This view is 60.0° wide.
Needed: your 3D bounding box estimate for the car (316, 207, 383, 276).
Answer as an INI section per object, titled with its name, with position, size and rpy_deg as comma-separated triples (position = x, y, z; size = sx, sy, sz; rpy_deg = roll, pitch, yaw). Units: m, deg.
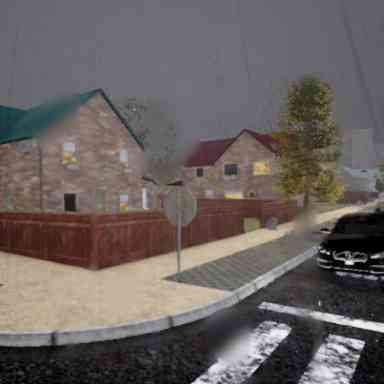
[car]
position = 5.155, 1.412, 9.907
size = 1.837, 1.490, 4.892
rpy_deg = -1, 0, 36
